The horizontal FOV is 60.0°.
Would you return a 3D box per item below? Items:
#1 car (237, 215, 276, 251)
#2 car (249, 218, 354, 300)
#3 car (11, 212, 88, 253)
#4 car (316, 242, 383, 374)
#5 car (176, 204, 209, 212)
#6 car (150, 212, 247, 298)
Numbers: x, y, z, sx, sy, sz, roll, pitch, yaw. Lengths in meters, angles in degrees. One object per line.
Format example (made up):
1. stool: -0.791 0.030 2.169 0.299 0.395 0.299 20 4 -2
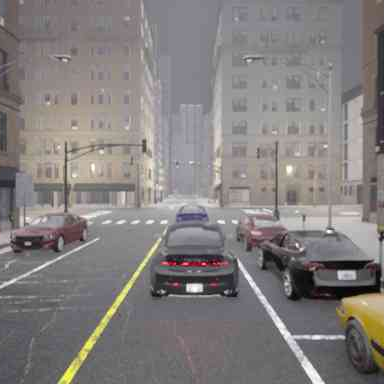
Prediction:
1. car: 2.846 1.587 13.793 1.802 1.307 4.206 -1 0 0
2. car: 2.853 1.569 8.207 1.947 1.339 4.313 -1 0 0
3. car: -5.699 1.550 13.779 1.887 1.381 4.507 -1 0 0
4. car: 2.859 1.526 2.791 1.752 1.417 4.829 -1 0 0
5. car: 0.024 1.486 20.466 1.882 1.535 5.008 0 0 0
6. car: 0.057 1.509 8.529 1.837 1.490 4.892 0 0 0
